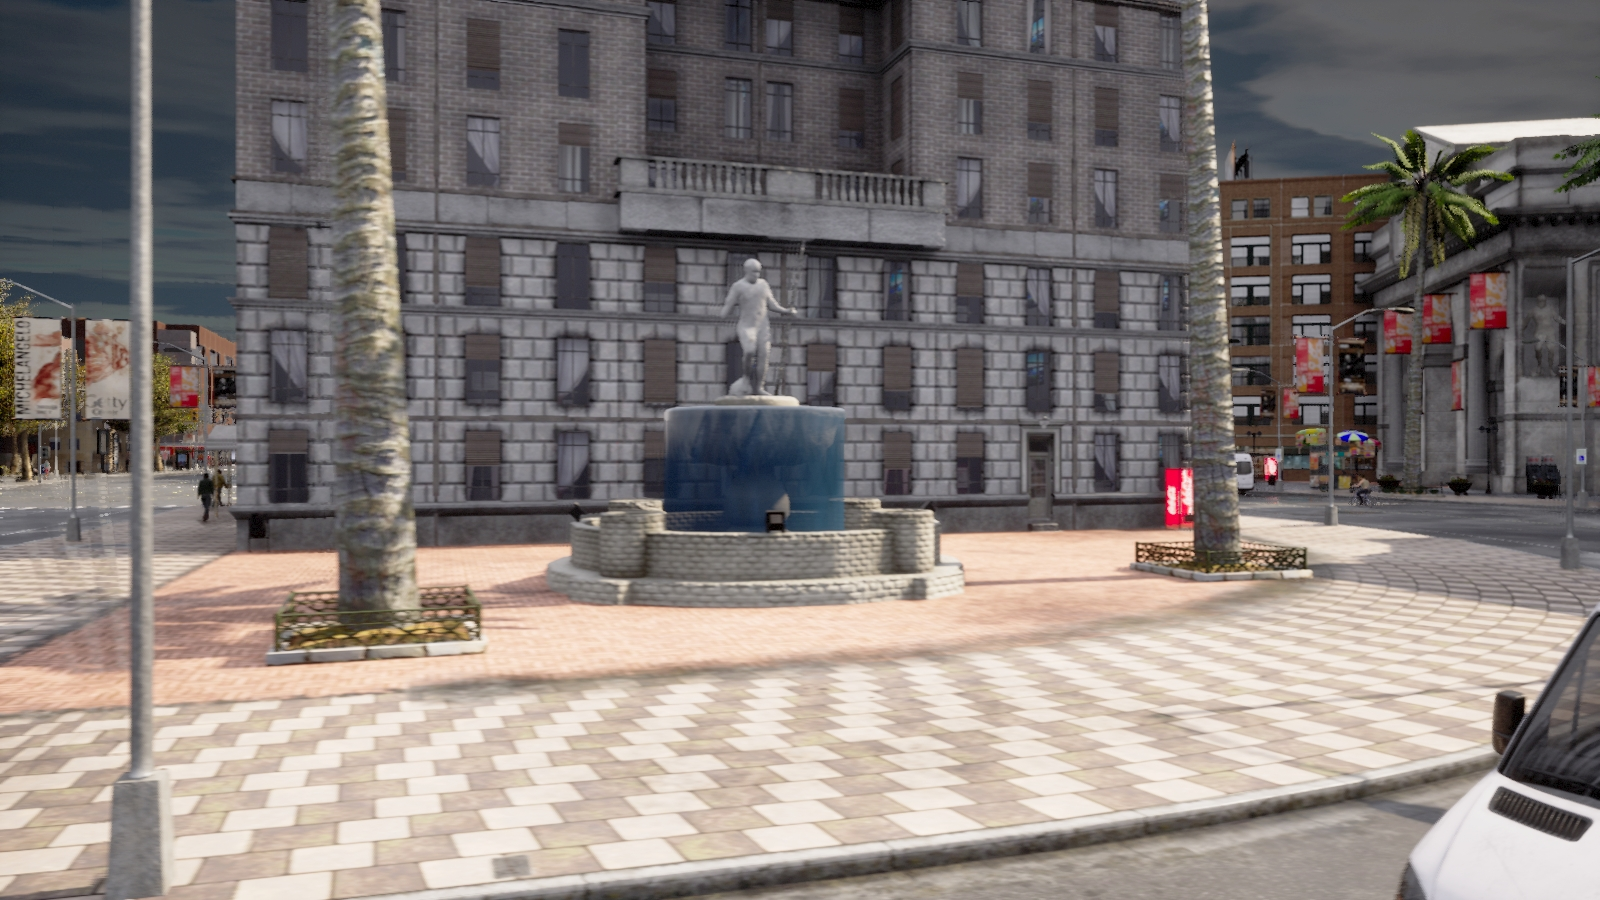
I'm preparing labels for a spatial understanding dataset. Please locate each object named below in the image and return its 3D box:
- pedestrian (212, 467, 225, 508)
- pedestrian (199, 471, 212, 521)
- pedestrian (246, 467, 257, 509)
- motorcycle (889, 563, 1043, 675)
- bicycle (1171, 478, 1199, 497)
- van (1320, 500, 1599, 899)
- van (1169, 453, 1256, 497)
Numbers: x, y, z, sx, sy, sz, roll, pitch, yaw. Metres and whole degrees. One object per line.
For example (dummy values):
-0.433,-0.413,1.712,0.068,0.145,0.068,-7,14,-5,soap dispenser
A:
-26.434,1.705,51.902,0.375,1.860,0.375,0,0,11,pedestrian
-22.130,1.704,42.548,0.375,1.860,0.375,0,0,-18,pedestrian
-24.521,1.704,51.098,0.375,1.860,0.375,0,0,-41,pedestrian
2.171,2.179,14.962,1.805,1.236,0.856,0,0,-25,motorcycle
22.763,2.233,67.576,0.859,1.080,1.487,0,0,-15,bicycle
5.274,1.529,5.250,5.915,2.561,1.988,0,0,-27,van
25.612,1.509,71.234,1.988,2.561,5.915,0,0,-17,van
